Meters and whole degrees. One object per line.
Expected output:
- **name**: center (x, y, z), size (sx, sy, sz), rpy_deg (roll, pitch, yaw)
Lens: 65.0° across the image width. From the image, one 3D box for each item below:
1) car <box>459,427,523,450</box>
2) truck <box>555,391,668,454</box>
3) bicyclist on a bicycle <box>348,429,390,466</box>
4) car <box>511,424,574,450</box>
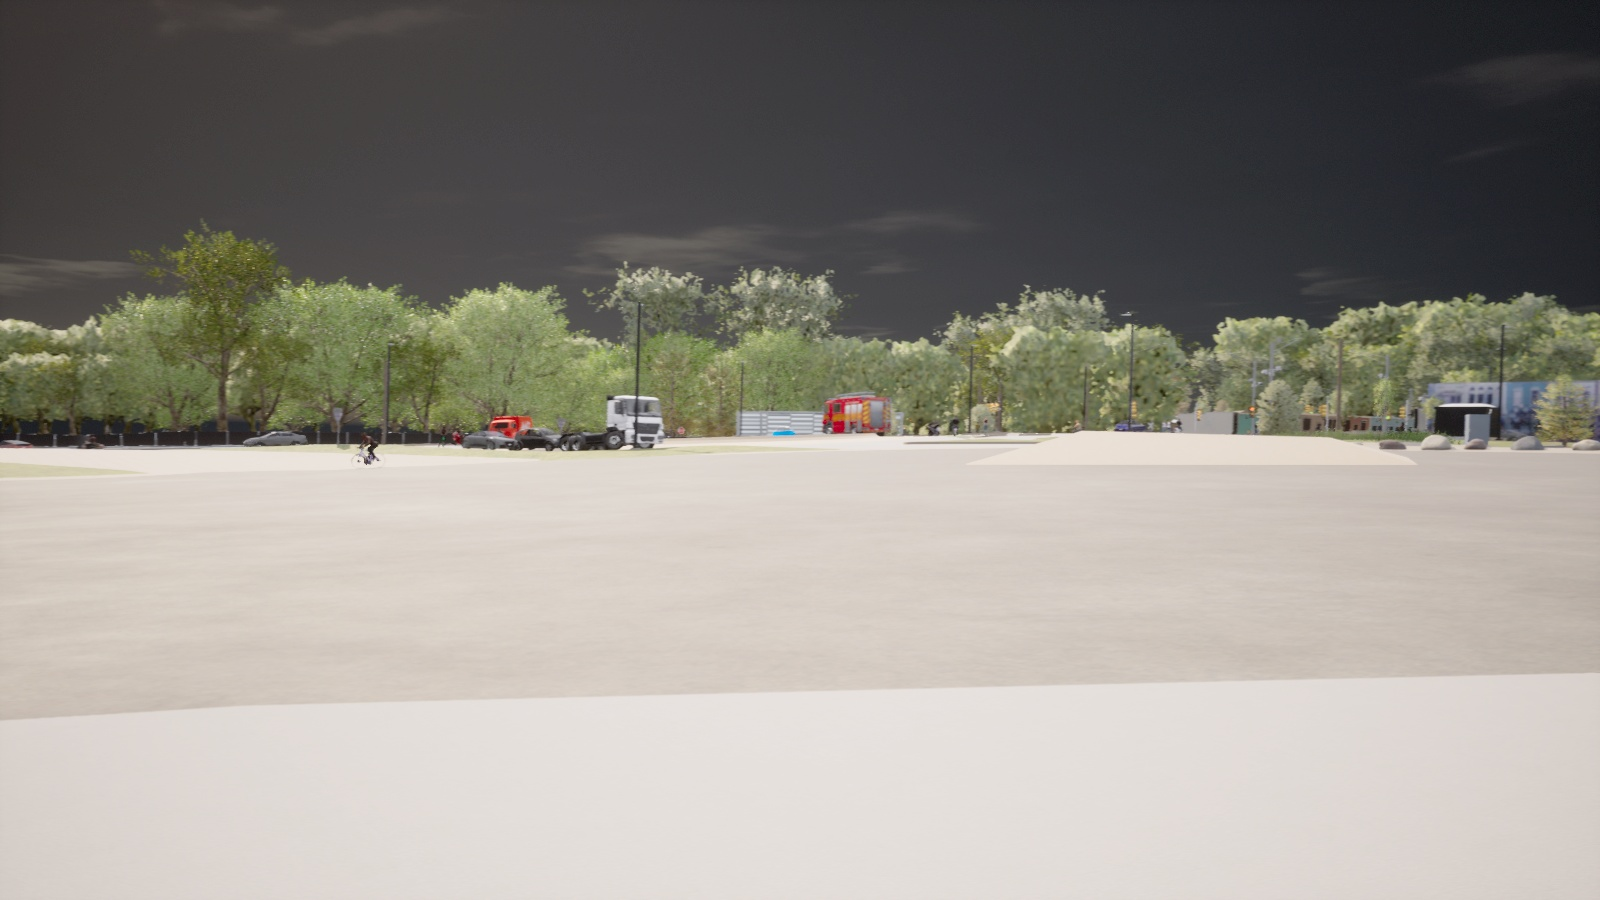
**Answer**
- **car**: center (-20.895, -0.762, 84.940), size (4.181, 1.385, 1.994), rpy_deg (2, 1, 37)
- **truck**: center (-12.099, -1.673, 79.925), size (7.936, 3.462, 2.891), rpy_deg (-3, -4, 44)
- **bicyclist on a bicycle**: center (-19.358, -0.110, 56.382), size (0.582, 1.620, 1.656), rpy_deg (0, 2, 42)
- **car**: center (-18.018, -0.933, 87.879), size (3.988, 1.617, 1.851), rpy_deg (1, 5, 26)
